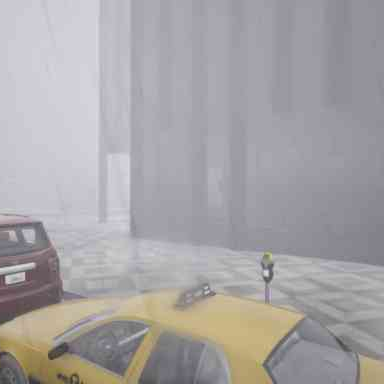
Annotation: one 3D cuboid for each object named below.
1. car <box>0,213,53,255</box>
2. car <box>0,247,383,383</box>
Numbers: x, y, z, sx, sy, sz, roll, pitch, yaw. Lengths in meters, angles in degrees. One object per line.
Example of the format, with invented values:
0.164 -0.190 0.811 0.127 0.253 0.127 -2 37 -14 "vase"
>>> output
-4.461 1.314 6.148 5.009 1.841 2.192 0 0 36 "car"
-0.185 1.525 3.093 4.829 1.417 1.752 0 0 36 "car"
